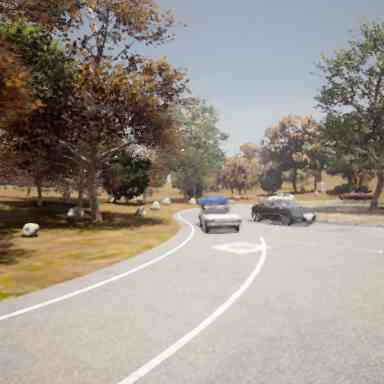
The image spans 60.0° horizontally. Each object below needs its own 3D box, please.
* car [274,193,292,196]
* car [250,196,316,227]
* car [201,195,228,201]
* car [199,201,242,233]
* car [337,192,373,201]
[{"bbox_3d":[11.861,0.908,44.506,4.674,1.442,1.812,-2,1,-31],"label":"car"},{"bbox_3d":[5.658,1.249,21.172,2.128,1.511,4.902,-1,1,-24],"label":"car"},{"bbox_3d":[2.573,1.101,38.464,1.882,1.535,5.008,-1,0,27],"label":"car"},{"bbox_3d":[1.494,1.449,18.906,1.895,1.301,4.718,-1,1,-4],"label":"car"},{"bbox_3d":[24.687,0.708,50.414,4.718,1.301,1.895,0,1,9],"label":"car"}]
